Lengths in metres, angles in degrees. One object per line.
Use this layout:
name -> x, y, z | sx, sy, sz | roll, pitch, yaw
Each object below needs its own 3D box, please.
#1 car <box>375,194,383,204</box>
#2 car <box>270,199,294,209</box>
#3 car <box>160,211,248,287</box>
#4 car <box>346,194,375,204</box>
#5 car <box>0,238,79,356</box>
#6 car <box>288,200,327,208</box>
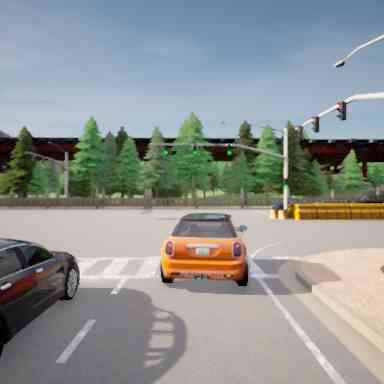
car -> 21.708, 1.299, 32.906 | 5.566, 2.045, 2.150 | 0, 0, -2
car -> 11.634, 1.619, 39.602 | 4.674, 1.442, 1.812 | 0, 0, -2
car -> 0.521, 1.374, 9.665 | 2.097, 1.767, 4.553 | 0, 0, 8
car -> 21.334, 1.315, 39.900 | 5.566, 2.045, 2.150 | 0, 0, -2
car -> -3.410, 1.519, 5.497 | 1.837, 1.490, 4.892 | 0, 0, 0
car -> 11.958, 1.678, 32.573 | 4.718, 1.301, 1.895 | 0, 0, -3
